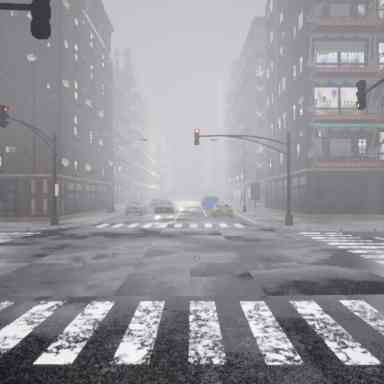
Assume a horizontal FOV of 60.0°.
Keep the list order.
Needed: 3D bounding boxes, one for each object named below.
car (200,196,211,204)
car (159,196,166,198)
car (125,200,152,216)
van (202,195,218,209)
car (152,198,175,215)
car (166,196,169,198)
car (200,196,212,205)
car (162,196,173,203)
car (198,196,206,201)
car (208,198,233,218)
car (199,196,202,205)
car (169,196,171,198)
[{"bbox_3d":[2.585,1.604,66.712,2.008,1.369,4.403,1,0,0],"label":"car"},{"bbox_3d":[-5.298,1.613,49.686,1.802,1.307,4.206,1,0,0],"label":"car"},{"bbox_3d":[-5.430,1.565,32.713,2.008,1.369,4.403,1,0,0],"label":"car"},{"bbox_3d":[2.616,1.366,44.090,1.690,1.788,3.998,1,0,0],"label":"van"},{"bbox_3d":[-2.745,1.581,33.957,1.994,1.385,4.181,0,0,0],"label":"car"},{"bbox_3d":[-5.297,1.563,55.174,1.752,1.417,4.829,1,0,0],"label":"car"},{"bbox_3d":[2.585,1.485,61.056,1.967,1.590,4.097,1,0,0],"label":"car"},{"bbox_3d":[-5.295,1.612,72.318,2.008,1.369,4.403,1,0,0],"label":"car"},{"bbox_3d":[2.587,1.627,83.680,1.887,1.381,4.507,1,0,0],"label":"car"},{"bbox_3d":[2.709,1.537,30.256,1.752,1.417,4.829,1,0,0],"label":"car"},{"bbox_3d":[2.585,1.347,49.744,2.192,1.841,5.009,1,0,0],"label":"car"},{"bbox_3d":[-5.297,1.627,61.002,1.802,1.307,4.206,1,0,0],"label":"car"}]
